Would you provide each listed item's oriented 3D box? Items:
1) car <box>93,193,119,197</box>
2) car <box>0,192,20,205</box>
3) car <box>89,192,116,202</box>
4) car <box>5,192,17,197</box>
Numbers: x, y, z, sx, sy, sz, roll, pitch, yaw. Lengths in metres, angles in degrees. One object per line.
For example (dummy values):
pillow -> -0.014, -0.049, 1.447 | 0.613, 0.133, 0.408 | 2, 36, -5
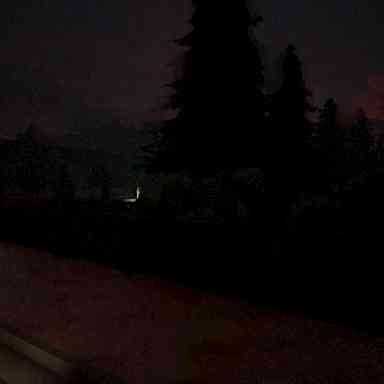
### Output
car -> -13.960, 0.875, 55.452 | 1.882, 1.535, 5.008 | 1, 3, 36
car -> -25.982, 0.843, 44.677 | 2.097, 1.767, 4.553 | 1, 0, 36
car -> -15.833, 0.867, 58.831 | 1.994, 1.385, 4.181 | 1, 3, 36
car -> -23.938, 1.093, 41.534 | 1.994, 1.385, 4.181 | 1, 0, 36
